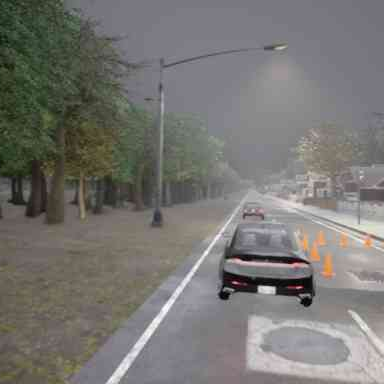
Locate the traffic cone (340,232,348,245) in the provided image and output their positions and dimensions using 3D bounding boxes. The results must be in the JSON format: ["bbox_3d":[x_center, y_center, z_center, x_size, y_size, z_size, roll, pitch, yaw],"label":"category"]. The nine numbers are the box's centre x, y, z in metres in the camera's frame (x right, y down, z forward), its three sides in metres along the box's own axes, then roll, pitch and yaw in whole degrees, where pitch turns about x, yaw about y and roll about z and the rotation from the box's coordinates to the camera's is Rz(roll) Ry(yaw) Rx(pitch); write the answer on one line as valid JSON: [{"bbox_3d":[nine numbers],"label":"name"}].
[{"bbox_3d":[6.868,2.087,15.010,0.340,0.580,0.340,2,0,10],"label":"traffic cone"}]

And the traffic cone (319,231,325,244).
[{"bbox_3d":[5.883,2.061,15.181,0.340,0.580,0.340,2,0,10],"label":"traffic cone"}]

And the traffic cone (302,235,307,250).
[{"bbox_3d":[4.556,2.032,13.381,0.340,0.580,0.340,2,0,10],"label":"traffic cone"}]

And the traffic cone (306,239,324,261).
[{"bbox_3d":[4.214,2.028,11.411,0.340,0.580,0.340,2,0,10],"label":"traffic cone"}]

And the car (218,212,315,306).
[{"bbox_3d":[1.732,1.509,8.218,2.128,1.511,4.902,2,0,10],"label":"car"}]

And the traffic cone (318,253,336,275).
[{"bbox_3d":[3.872,2.025,9.440,0.340,0.580,0.340,2,0,10],"label":"traffic cone"}]

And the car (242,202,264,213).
[{"bbox_3d":[5.484,1.600,29.842,2.033,1.411,5.357,2,0,10],"label":"car"}]
